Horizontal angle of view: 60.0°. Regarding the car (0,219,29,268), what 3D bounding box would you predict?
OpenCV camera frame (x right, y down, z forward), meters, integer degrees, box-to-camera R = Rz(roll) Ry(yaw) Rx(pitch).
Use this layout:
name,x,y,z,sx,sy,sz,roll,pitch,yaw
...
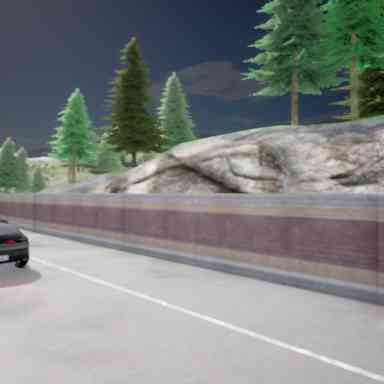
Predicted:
name,x,y,z,sx,sy,sz,roll,pitch,yaw
car,-6.897,1.602,10.747,4.892,1.490,1.837,-1,-2,44
